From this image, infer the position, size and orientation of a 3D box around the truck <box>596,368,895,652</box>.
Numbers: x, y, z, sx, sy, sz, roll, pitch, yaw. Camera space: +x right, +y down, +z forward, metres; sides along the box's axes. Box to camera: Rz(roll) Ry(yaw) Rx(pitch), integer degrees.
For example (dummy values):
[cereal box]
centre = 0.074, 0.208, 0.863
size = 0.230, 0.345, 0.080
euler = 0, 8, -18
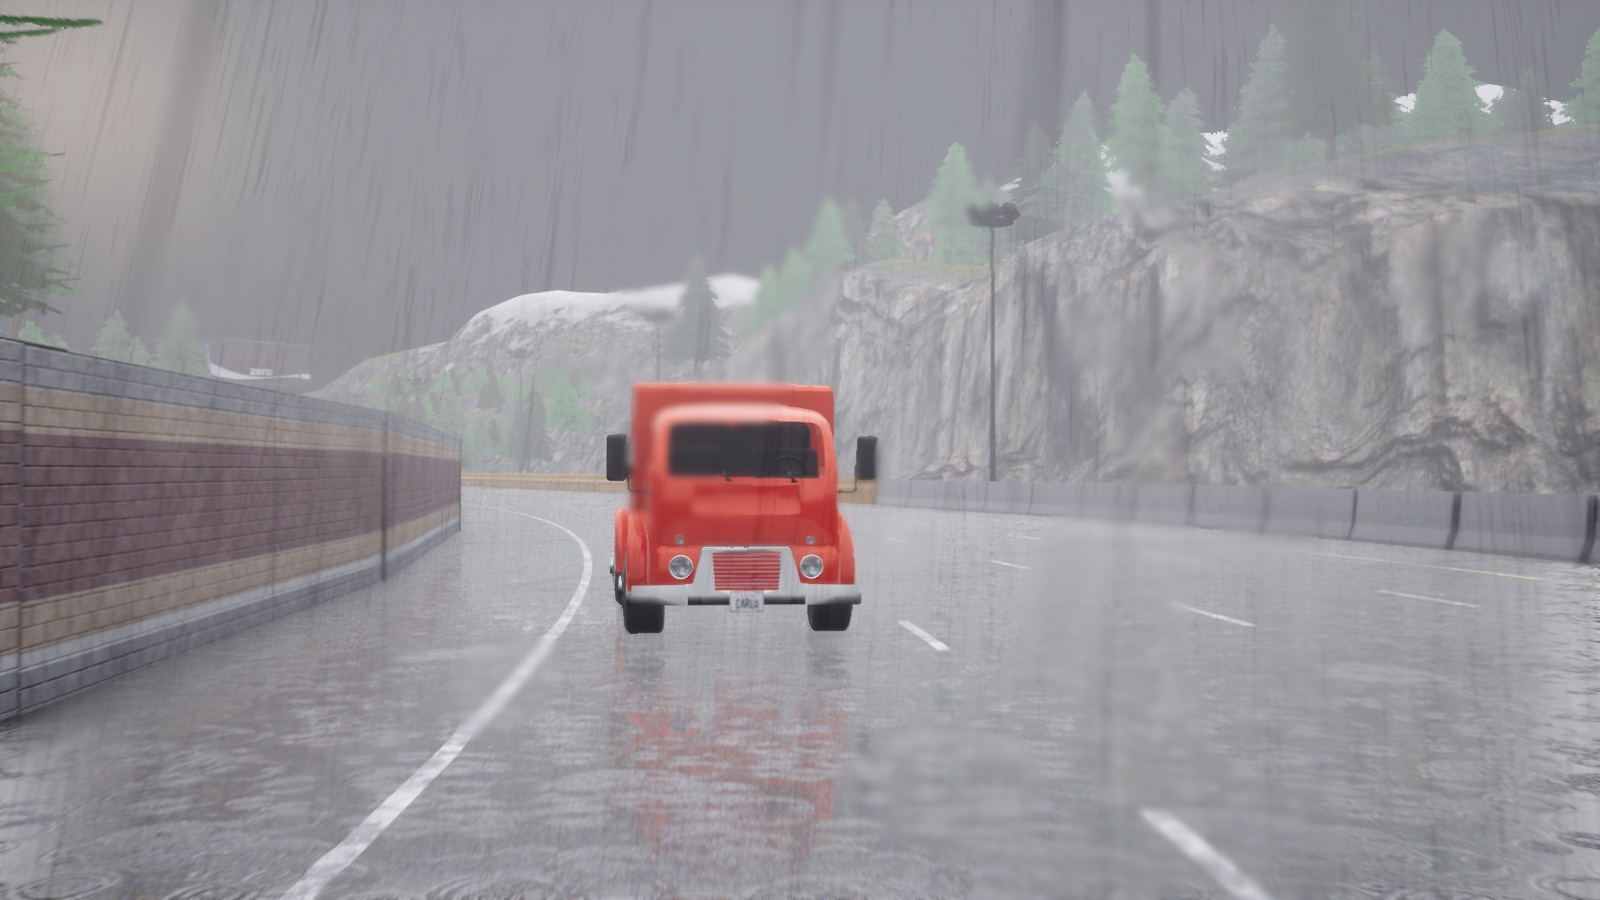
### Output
[truck]
centre = -0.770, 0.560, 13.636
size = 2.627, 2.467, 5.204
euler = 0, -1, -7
